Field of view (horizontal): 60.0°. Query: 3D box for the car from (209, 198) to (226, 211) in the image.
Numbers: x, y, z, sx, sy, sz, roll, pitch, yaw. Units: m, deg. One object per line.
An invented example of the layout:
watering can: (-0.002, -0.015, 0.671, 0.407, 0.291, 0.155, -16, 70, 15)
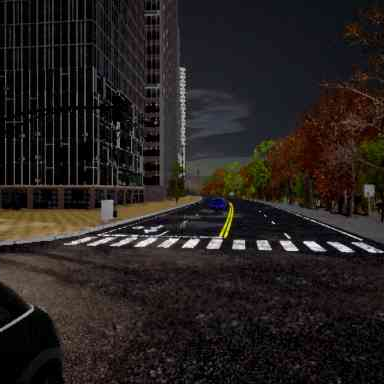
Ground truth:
car: (3.140, 1.499, 40.312, 1.882, 1.535, 5.008, 0, 0, 7)

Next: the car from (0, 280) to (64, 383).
car: (-2.544, 1.364, 1.389, 2.097, 1.767, 4.553, 0, 0, 9)
